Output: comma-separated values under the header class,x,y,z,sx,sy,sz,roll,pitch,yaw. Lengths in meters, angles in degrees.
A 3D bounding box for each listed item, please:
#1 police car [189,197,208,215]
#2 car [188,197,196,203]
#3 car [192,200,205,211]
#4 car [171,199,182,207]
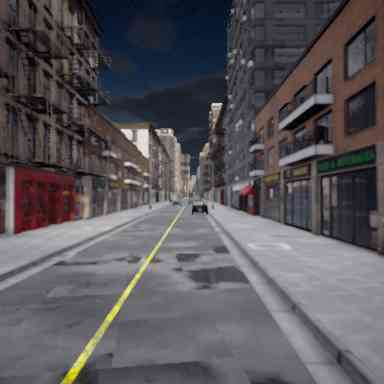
class,x,y,z,sx,sy,sz,roll,pitch,yaw
police car,0.897,1.770,38.954,1.930,1.638,5.238,0,-1,0
car,-0.006,2.136,88.971,2.097,1.767,4.553,0,-1,0
car,0.896,1.914,48.844,1.882,1.535,5.008,0,-1,0
car,-3.011,2.146,65.724,2.033,1.411,5.357,0,-1,0
